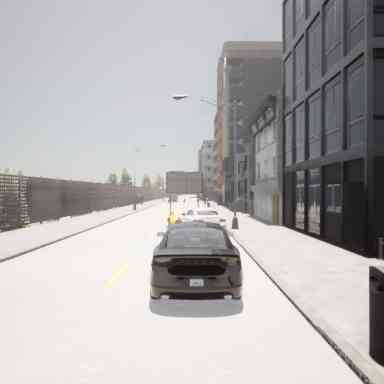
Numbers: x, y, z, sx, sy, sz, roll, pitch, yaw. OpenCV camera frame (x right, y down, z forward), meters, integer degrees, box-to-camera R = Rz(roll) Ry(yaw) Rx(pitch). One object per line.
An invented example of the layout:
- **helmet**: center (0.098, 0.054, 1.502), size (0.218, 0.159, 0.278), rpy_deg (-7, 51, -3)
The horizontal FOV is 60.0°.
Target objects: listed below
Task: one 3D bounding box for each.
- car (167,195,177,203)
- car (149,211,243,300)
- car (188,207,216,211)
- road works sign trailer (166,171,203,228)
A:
- **car**: center (-4.108, 1.505, 70.276), size (1.837, 1.490, 4.892), rpy_deg (0, 0, 0)
- **car**: center (0.086, 1.478, 8.448), size (1.882, 1.535, 5.008), rpy_deg (0, 0, 0)
- **car**: center (0.515, 1.539, 17.794), size (1.812, 1.442, 4.674), rpy_deg (0, -1, -10)
- **road works sign trailer**: center (-0.516, 0.465, 21.272), size (2.380, 3.560, 2.880), rpy_deg (0, 0, -16)
